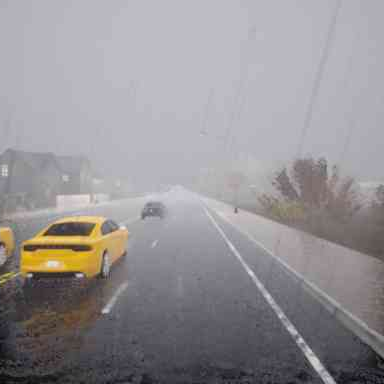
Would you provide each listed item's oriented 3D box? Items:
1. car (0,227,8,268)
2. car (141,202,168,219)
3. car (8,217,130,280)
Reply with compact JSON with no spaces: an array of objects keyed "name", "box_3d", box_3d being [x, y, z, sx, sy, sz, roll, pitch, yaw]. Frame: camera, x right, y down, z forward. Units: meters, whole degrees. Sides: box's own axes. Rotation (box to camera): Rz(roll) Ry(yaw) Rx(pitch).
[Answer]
[{"name":"car","box_3d":[-6.574,1.472,8.419,1.882,1.535,5.008,0,0,0]},{"name":"car","box_3d":[-3.146,1.516,28.290,2.033,1.411,5.357,0,0,0]},{"name":"car","box_3d":[-3.149,1.471,9.986,1.882,1.535,5.008,0,0,0]}]
